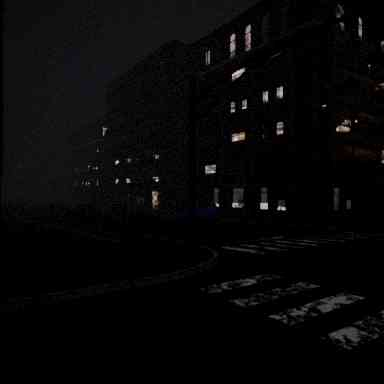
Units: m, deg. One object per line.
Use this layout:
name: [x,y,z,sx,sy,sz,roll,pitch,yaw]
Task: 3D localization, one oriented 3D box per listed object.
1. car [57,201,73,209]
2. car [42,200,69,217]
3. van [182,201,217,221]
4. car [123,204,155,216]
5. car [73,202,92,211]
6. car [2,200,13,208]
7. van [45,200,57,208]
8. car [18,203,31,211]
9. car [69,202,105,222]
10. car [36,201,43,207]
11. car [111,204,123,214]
car: [-25.927,2.595,67.707,1.967,1.590,4.097,-1,0,-36]
car: [-16.161,2.094,39.966,1.967,1.590,4.097,-1,0,-36]
van: [0.622,1.750,31.206,1.690,1.788,3.998,-1,0,-36]
car: [-6.215,2.122,40.394,1.752,1.417,4.829,-1,0,-36]
car: [-19.422,2.496,58.694,1.752,1.417,4.829,-1,0,-36]
car: [-42.577,2.719,76.568,2.192,1.841,5.009,-1,0,-36]
van: [-32.534,2.684,76.858,1.690,1.788,3.998,-1,0,-36]
car: [-29.267,2.551,58.129,1.752,1.417,4.829,-1,0,-36]
car: [-9.558,1.908,30.816,1.967,1.590,4.097,-1,0,-36]
car: [-39.131,3.097,86.006,1.947,1.339,4.313,-1,0,-36]
car: [-9.417,2.253,44.831,1.947,1.339,4.313,-1,0,-36]
